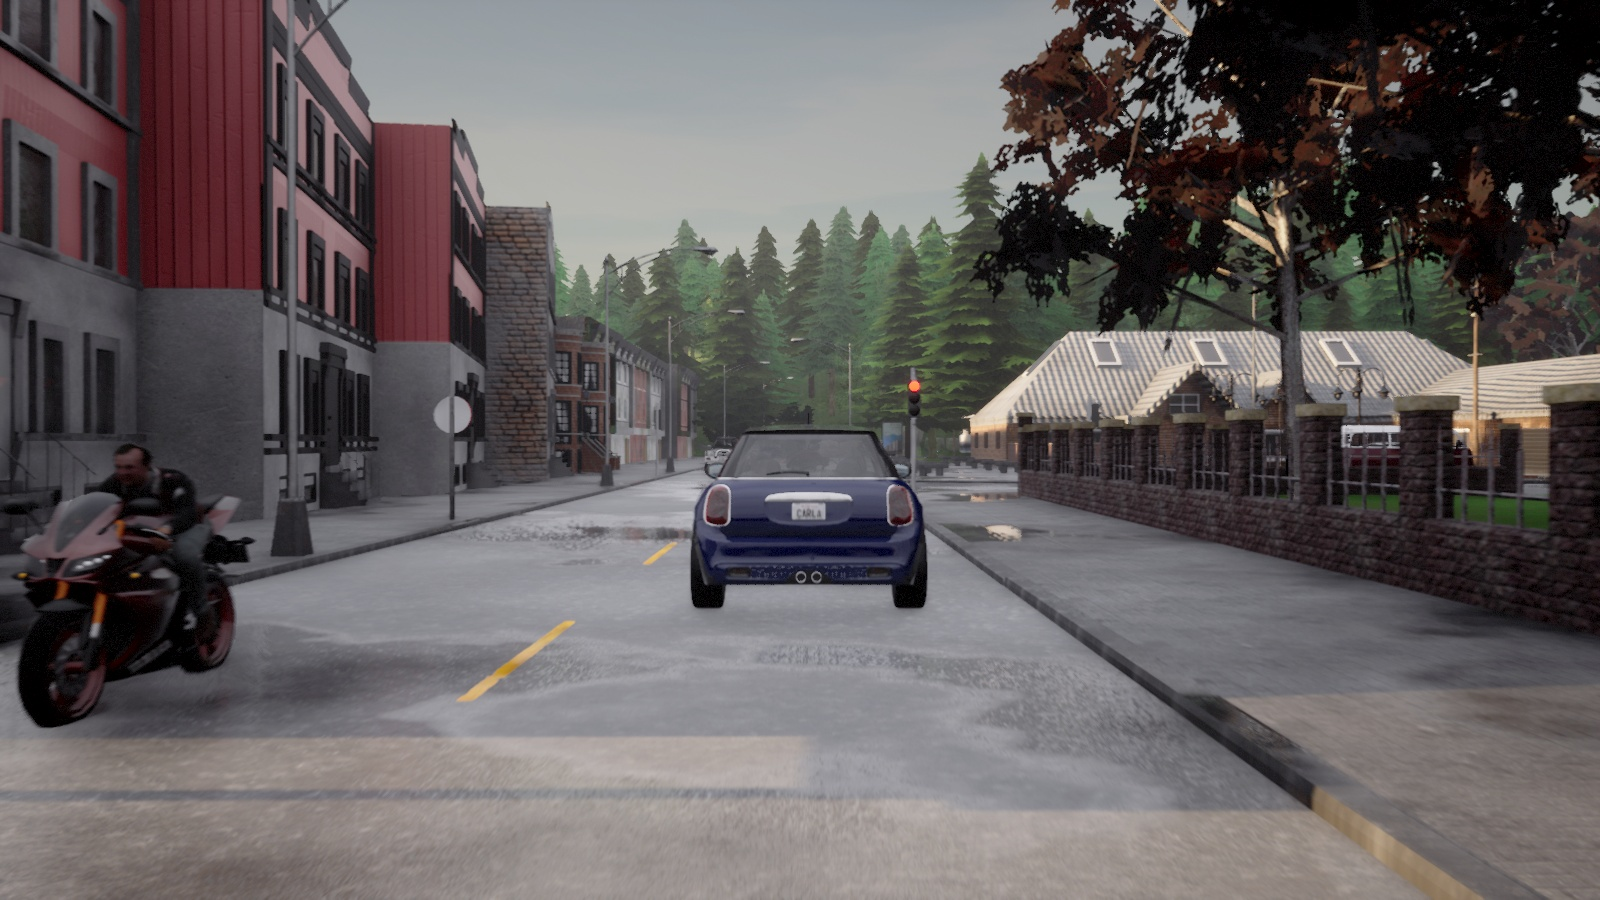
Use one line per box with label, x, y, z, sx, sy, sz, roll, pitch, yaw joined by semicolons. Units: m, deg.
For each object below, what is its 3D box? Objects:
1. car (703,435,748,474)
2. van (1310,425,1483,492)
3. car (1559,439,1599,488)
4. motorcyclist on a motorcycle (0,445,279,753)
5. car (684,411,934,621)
car;-3.633;0.210;62.194;1.932;1.855;4.605;0;0;0
van;18.753;0.262;39.632;4.480;2.038;2.069;0;0;-1
car;29.294;0.456;43.390;4.856;1.649;2.033;0;0;4
motorcyclist on a motorcycle;-3.943;0.737;7.349;0.866;1.530;2.191;0;0;0
car;0.088;0.534;12.830;2.097;1.767;4.553;0;0;0
